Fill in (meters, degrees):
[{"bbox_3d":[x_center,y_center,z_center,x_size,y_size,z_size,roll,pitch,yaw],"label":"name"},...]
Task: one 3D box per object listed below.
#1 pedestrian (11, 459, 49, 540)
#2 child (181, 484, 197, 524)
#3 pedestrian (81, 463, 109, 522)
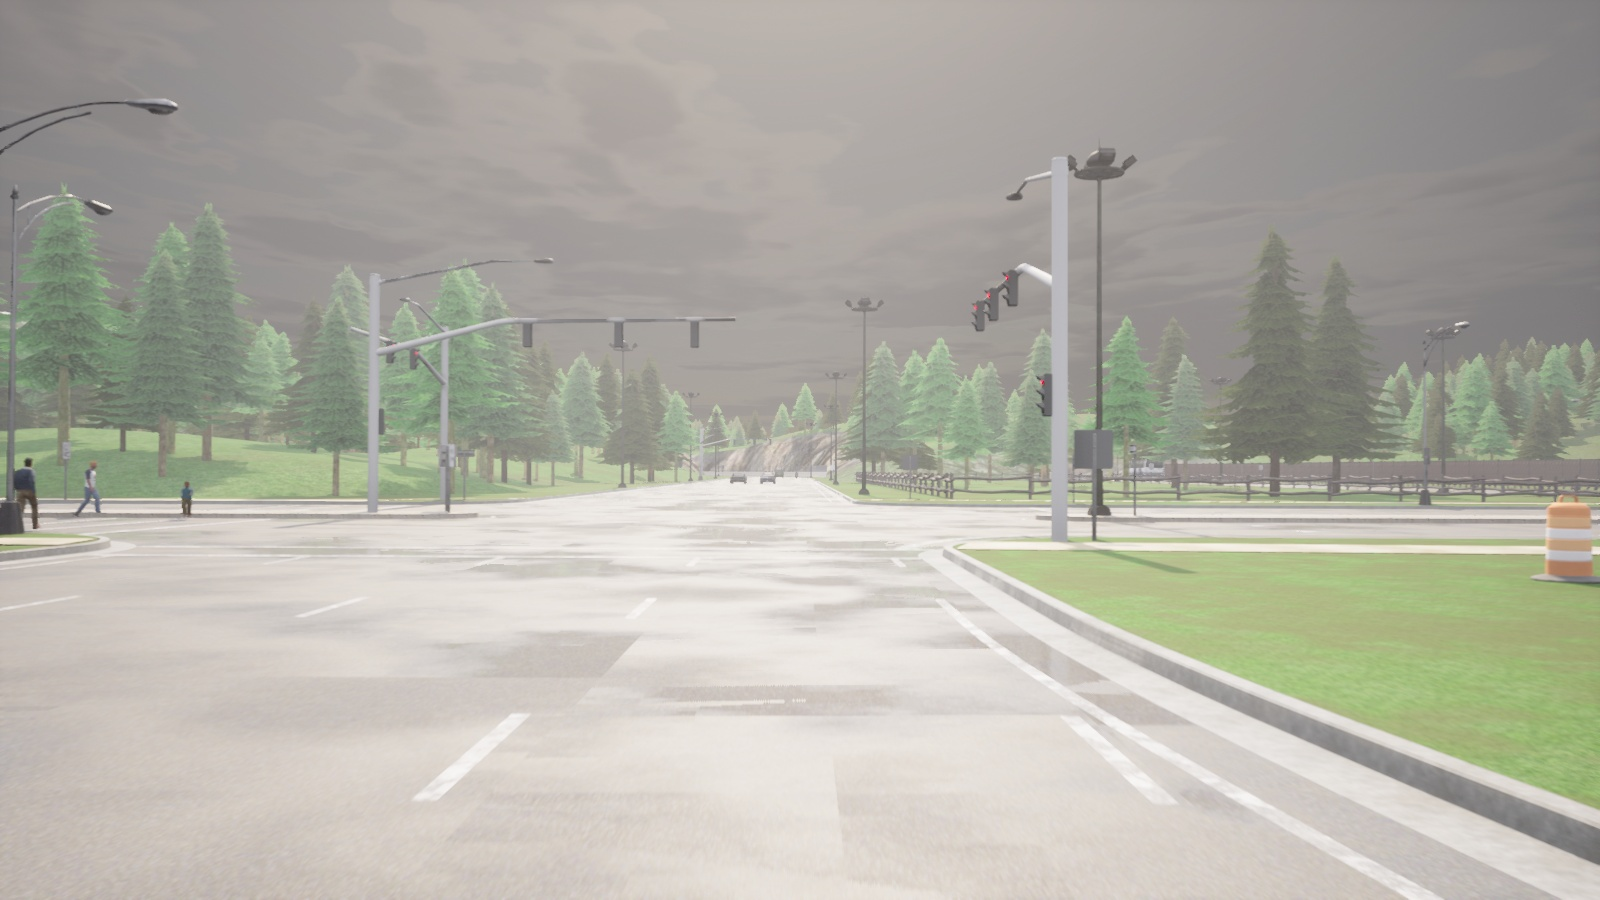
[{"bbox_3d":[-18.801,1.192,30.680,0.423,1.949,0.788,0,-1,0],"label":"pedestrian"},{"bbox_3d":[-18.581,1.641,38.170,0.343,1.192,0.448,0,-1,-12],"label":"child"},{"bbox_3d":[-22.306,1.342,39.736,0.706,1.836,0.354,0,-1,-2],"label":"pedestrian"}]
